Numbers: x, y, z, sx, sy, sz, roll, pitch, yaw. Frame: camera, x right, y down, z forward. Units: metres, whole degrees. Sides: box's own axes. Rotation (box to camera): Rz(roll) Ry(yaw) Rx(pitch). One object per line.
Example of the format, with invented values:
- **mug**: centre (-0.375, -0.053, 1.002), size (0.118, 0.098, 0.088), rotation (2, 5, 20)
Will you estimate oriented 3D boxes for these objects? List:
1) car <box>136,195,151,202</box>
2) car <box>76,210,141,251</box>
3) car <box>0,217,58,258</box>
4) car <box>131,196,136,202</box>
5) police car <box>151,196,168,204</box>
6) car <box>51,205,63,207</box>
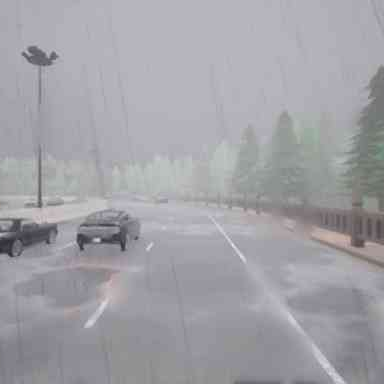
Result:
- **car**: centre (-10.756, 1.582, 77.741), size (1.801, 1.575, 5.366), rotation (0, 0, -27)
- **car**: centre (-3.402, 1.515, 14.285), size (2.128, 1.511, 4.902), rotation (0, 0, 0)
- **car**: centre (-6.901, 1.622, 12.788), size (1.895, 1.301, 4.718), rotation (0, 0, 0)
- **car**: centre (-13.789, 1.613, 83.366), size (1.882, 1.535, 5.008), rotation (0, 0, -30)
- **police car**: centre (-6.293, 1.536, 67.636), size (1.930, 1.638, 5.238), rotation (0, 0, -21)
- **car**: centre (-20.222, 1.558, 49.536), size (1.882, 1.535, 5.008), rotation (0, 0, -13)
